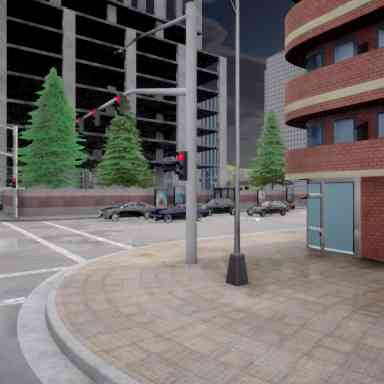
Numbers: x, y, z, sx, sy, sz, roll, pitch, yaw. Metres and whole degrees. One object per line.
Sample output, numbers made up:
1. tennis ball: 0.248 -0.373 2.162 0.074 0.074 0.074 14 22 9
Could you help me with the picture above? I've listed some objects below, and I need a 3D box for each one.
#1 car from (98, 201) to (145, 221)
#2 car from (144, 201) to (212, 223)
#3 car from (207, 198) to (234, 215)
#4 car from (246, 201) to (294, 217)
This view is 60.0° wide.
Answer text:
1. car: -5.285 1.547 27.596 4.902 1.511 2.128 0 0 -35
2. car: -1.023 1.656 26.323 4.718 1.301 1.895 0 0 -35
3. car: 2.202 1.407 32.889 4.553 1.767 2.097 0 0 -35
4. car: 7.360 1.581 32.243 4.674 1.442 1.812 0 0 -35
